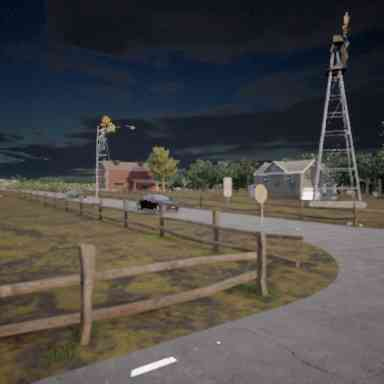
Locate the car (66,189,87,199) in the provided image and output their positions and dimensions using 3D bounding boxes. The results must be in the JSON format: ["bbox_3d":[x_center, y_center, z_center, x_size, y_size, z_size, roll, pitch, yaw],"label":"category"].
[{"bbox_3d":[-16.367,0.283,46.930,1.994,1.385,4.181,0,2,-35],"label":"car"}]

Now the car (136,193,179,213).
[{"bbox_3d":[-2.963,0.875,28.327,1.882,1.535,5.008,0,1,-36],"label":"car"}]
